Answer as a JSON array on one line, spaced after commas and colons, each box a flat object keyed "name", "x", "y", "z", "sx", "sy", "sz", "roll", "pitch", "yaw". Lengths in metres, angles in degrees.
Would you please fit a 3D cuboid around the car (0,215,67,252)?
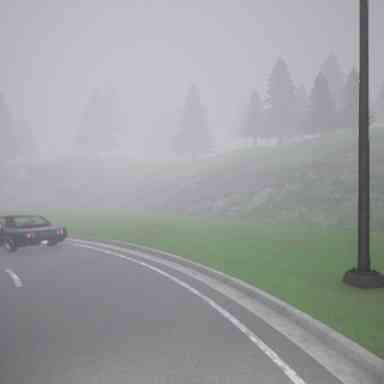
[{"name": "car", "x": -7.400, "y": 1.615, "z": 13.917, "sx": 4.718, "sy": 1.301, "sz": 1.895, "roll": 0, "pitch": 0, "yaw": 35}]
